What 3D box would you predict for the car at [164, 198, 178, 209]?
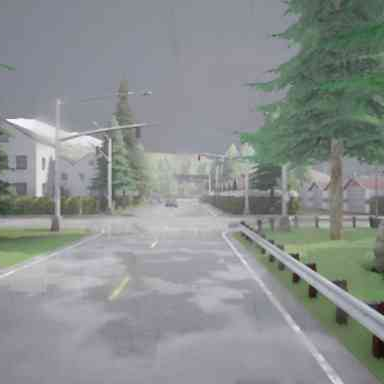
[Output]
[{"bbox_3d":[-3.456,1.819,55.505,2.097,1.767,4.553,0,-1,0],"label":"car"}]
